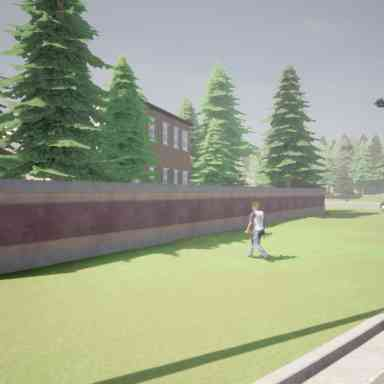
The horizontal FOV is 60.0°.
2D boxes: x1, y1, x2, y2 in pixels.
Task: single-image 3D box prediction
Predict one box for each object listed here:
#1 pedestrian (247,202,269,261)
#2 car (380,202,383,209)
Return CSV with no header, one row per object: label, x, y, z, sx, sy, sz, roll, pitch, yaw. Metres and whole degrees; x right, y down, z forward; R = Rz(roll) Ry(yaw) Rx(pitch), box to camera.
pedestrian,2.021,1.141,10.163,0.375,1.860,0.375,0,0,-42
car,25.211,1.505,40.670,1.837,1.490,4.892,0,0,-6
